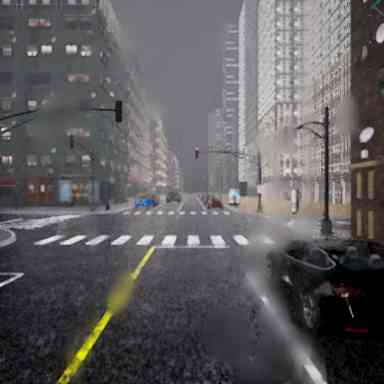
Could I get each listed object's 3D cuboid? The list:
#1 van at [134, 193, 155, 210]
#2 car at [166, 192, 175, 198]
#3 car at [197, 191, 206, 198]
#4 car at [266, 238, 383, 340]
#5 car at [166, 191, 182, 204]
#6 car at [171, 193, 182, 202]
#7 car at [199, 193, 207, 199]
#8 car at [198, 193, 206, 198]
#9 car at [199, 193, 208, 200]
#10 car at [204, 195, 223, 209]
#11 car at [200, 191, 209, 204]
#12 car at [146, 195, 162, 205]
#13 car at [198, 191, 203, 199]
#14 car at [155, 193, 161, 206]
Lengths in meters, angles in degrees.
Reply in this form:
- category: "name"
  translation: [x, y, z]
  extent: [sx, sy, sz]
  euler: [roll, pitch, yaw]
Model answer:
- category: "van"
  translation: [-5.698, 1.077, 38.859]
  extent: [1.690, 1.788, 3.998]
  euler: [0, 0, 0]
- category: "car"
  translation: [-5.719, 0.867, 88.607]
  extent: [1.967, 1.590, 4.097]
  euler: [0, 0, 0]
- category: "car"
  translation: [2.661, 0.710, 94.136]
  extent: [2.192, 1.841, 5.009]
  euler: [0, 0, 0]
- category: "car"
  translation: [2.694, 1.519, 6.458]
  extent: [1.947, 1.339, 4.313]
  euler: [0, 0, 0]
- category: "car"
  translation: [-3.022, 0.869, 54.835]
  extent: [2.150, 2.045, 5.566]
  euler: [0, 1, 0]
- category: "car"
  translation: [-3.027, 1.036, 66.359]
  extent: [1.882, 1.535, 5.008]
  euler: [0, 1, 0]
- category: "car"
  translation: [2.663, 1.004, 83.083]
  extent: [1.887, 1.381, 4.507]
  euler: [0, 0, 0]
- category: "car"
  translation: [2.661, 1.009, 88.610]
  extent: [1.802, 1.307, 4.206]
  euler: [0, 0, 0]
- category: "car"
  translation: [2.666, 1.043, 77.555]
  extent: [2.008, 1.369, 4.403]
  euler: [0, 0, 0]
- category: "car"
  translation: [2.681, 1.317, 38.862]
  extent: [1.802, 1.307, 4.206]
  euler: [0, 0, 0]
- category: "car"
  translation: [2.678, 1.103, 49.917]
  extent: [1.967, 1.590, 4.097]
  euler: [0, 0, 0]
- category: "car"
  translation: [-5.704, 1.208, 49.916]
  extent: [1.887, 1.381, 4.507]
  euler: [0, 0, 0]
- category: "car"
  translation: [2.671, 0.999, 66.499]
  extent: [1.967, 1.590, 4.097]
  euler: [0, 0, 0]
- category: "car"
  translation: [-5.700, 1.015, 44.386]
  extent: [2.192, 1.841, 5.009]
  euler: [0, 0, 0]
